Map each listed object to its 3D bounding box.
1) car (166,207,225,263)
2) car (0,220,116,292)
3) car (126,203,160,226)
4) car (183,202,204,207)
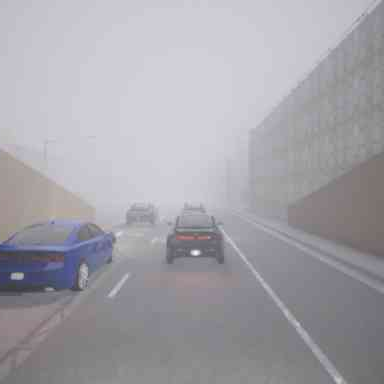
[{"bbox_3d":[0.108,1.505,11.998,1.837,1.490,4.892,0,0,0],"label":"car"},{"bbox_3d":[-3.394,1.478,8.946,1.882,1.535,5.008,0,0,0],"label":"car"},{"bbox_3d":[-3.386,1.492,23.421,2.128,1.511,4.902,0,0,0],"label":"car"},{"bbox_3d":[0.115,1.492,24.592,2.128,1.511,4.902,0,0,0],"label":"car"}]
